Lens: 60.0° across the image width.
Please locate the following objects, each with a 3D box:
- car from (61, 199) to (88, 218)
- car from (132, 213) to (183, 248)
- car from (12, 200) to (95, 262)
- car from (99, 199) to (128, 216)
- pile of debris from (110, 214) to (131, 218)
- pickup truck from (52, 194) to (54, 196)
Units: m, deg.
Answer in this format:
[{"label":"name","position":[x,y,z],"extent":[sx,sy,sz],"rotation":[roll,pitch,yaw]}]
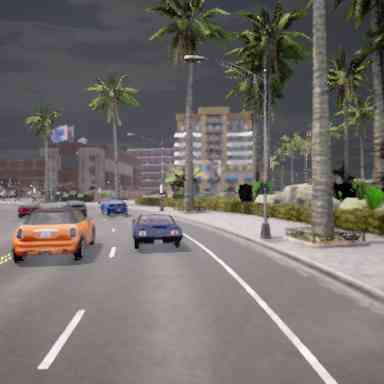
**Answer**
[{"label":"car","position":[-10.906,1.474,30.756],"extent":[1.837,1.490,4.892],"rotation":[0,0,-26]},{"label":"car","position":[-1.691,1.572,14.660],"extent":[1.895,1.301,4.718],"rotation":[0,0,-11]},{"label":"car","position":[-4.890,1.341,12.407],"extent":[2.097,1.767,4.553],"rotation":[0,0,-10]},{"label":"car","position":[-7.584,1.429,31.931],"extent":[1.882,1.535,5.008],"rotation":[0,0,-25]},{"label":"pile of debris","position":[-6.430,2.129,29.754],"extent":[1.500,0.140,1.860],"rotation":[0,0,-24]},{"label":"pickup truck","position":[-30.612,1.024,77.777],"extent":[2.390,2.098,6.274],"rotation":[0,0,4]}]
